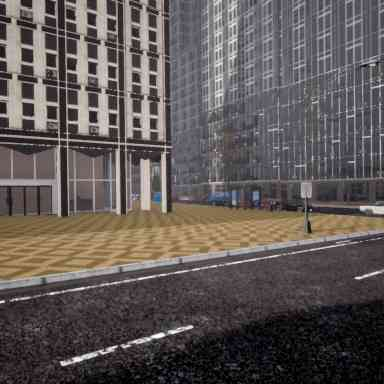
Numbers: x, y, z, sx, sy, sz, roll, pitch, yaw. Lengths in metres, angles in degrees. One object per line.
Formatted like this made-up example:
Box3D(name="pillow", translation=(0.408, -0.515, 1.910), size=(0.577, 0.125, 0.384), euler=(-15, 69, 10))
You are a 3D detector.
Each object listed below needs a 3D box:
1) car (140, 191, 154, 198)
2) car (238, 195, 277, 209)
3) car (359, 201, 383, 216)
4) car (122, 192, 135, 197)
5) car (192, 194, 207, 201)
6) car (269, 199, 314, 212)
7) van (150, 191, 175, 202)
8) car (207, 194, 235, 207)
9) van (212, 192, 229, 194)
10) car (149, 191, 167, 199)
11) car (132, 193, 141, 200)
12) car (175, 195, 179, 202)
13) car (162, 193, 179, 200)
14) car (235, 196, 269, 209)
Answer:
Box3D(name="car", translation=(-11.146, 0.686, 82.184), size=(1.967, 1.590, 4.097), euler=(0, 1, -34))
Box3D(name="car", translation=(8.451, 1.219, 43.298), size=(1.882, 1.535, 5.008), euler=(-1, 1, -34))
Box3D(name="car", translation=(17.524, 1.498, 29.440), size=(1.895, 1.301, 4.718), euler=(-1, 1, -29))
Box3D(name="car", translation=(-17.567, 0.688, 91.565), size=(2.008, 1.369, 4.403), euler=(0, 1, -34))
Box3D(name="car", translation=(1.698, 1.043, 63.426), size=(1.802, 1.307, 4.206), euler=(0, 1, -34))
Box3D(name="car", translation=(10.728, 1.424, 35.171), size=(1.947, 1.339, 4.313), euler=(0, 1, -34))
Box3D(name="van", translation=(-5.218, 0.937, 58.691), size=(1.690, 1.788, 3.998), euler=(0, 1, -34))
Box3D(name="car", translation=(4.369, 1.319, 44.595), size=(1.947, 1.339, 4.313), euler=(0, 1, -34))
Box3D(name="van", translation=(4.907, 0.855, 58.733), size=(1.690, 1.788, 3.998), euler=(0, 1, -34))
Box3D(name="car", translation=(-7.935, 0.615, 77.493), size=(2.192, 1.841, 5.009), euler=(0, 1, -34))
Box3D(name="car", translation=(-11.639, 1.039, 68.073), size=(2.008, 1.369, 4.403), euler=(0, 1, -34))
Box3D(name="car", translation=(-4.275, 1.132, 62.054), size=(1.895, 1.301, 4.718), euler=(-1, 1, -34))
Box3D(name="car", translation=(-4.724, 0.936, 72.806), size=(1.802, 1.307, 4.206), euler=(0, 1, -34))
Box3D(name="car", translation=(7.531, 1.388, 39.873), size=(1.802, 1.307, 4.206), euler=(0, 1, -34))
